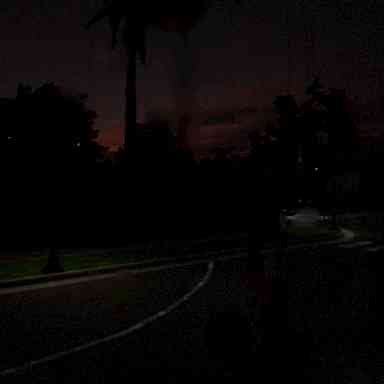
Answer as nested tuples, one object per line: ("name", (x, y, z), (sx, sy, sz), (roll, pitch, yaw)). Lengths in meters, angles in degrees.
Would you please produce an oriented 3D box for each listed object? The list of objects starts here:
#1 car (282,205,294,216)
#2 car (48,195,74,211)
("car", (8.367, 1.684, 34.877), (1.837, 1.490, 4.892), (0, 1, -37))
("car", (-15.278, 1.183, 38.185), (4.605, 1.855, 1.932), (0, 0, -37))
